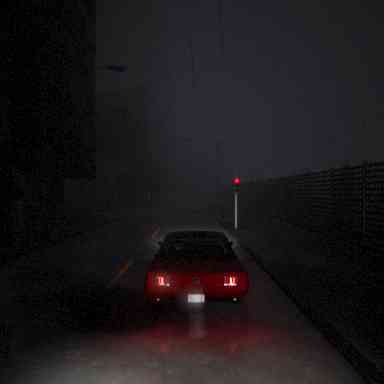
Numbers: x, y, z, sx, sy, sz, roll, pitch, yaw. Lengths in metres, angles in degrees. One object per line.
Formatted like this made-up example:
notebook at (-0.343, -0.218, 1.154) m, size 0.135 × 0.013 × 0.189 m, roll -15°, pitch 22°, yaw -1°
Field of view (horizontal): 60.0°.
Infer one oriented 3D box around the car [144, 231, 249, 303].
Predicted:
car at (0.089, 1.601, 8.123) m, size 1.895 × 1.301 × 4.718 m, roll 0°, pitch 0°, yaw 0°
